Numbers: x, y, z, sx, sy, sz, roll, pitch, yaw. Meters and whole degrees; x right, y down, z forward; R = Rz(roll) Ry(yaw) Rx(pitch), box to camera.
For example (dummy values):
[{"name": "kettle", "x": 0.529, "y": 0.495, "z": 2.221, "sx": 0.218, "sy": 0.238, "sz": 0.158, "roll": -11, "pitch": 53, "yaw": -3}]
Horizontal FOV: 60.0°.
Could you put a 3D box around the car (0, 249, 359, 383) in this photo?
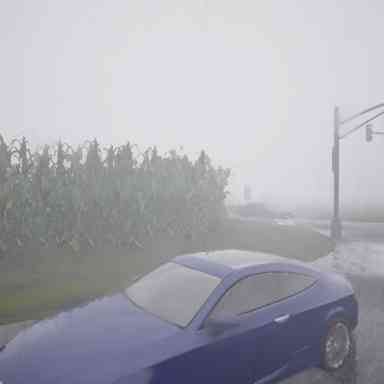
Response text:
[{"name": "car", "x": 0.245, "y": 1.526, "z": 4.119, "sx": 4.674, "sy": 1.442, "sz": 1.812, "roll": 0, "pitch": 0, "yaw": -35}]

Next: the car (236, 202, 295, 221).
[{"name": "car", "x": 5.777, "y": 1.511, "z": 26.963, "sx": 2.033, "sy": 1.411, "sz": 5.357, "roll": 1, "pitch": 0, "yaw": -30}]
